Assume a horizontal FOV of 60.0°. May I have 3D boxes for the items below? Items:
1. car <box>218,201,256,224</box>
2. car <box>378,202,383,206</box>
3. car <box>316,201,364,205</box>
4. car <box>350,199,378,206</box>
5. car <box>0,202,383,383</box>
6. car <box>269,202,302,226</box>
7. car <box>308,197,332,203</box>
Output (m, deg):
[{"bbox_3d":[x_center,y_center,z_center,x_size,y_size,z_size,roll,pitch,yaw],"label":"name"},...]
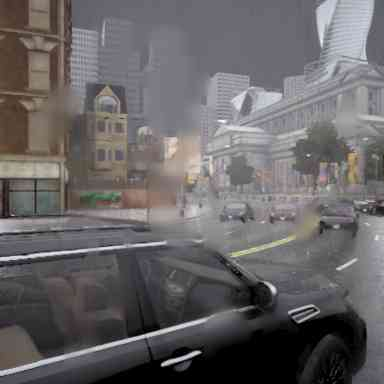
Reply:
[{"bbox_3d":[3.540,1.505,25.310,1.812,1.442,4.674,0,0,22],"label":"car"},{"bbox_3d":[19.943,1.497,38.519,2.002,1.452,4.674,0,0,1],"label":"car"},{"bbox_3d":[8.258,1.481,18.600,2.128,1.511,4.902,0,0,27],"label":"car"},{"bbox_3d":[16.375,1.505,33.184,1.812,1.442,4.674,0,0,8],"label":"car"},{"bbox_3d":[-0.774,1.221,2.800,5.566,2.045,2.150,0,0,-37],"label":"car"},{"bbox_3d":[6.879,1.508,24.255,1.812,1.442,4.674,0,0,22],"label":"car"},{"bbox_3d":[12.868,1.329,33.340,2.097,1.767,4.553,0,0,8],"label":"car"}]
